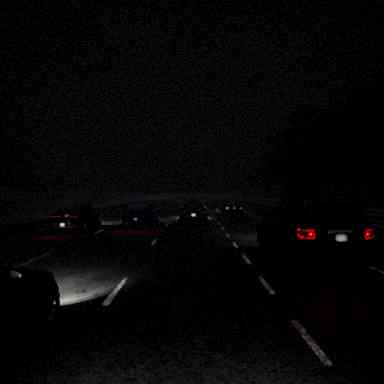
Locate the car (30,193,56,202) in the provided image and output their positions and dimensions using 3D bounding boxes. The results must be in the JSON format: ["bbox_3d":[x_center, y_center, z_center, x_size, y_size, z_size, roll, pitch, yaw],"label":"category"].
[{"bbox_3d":[-20.846,1.287,48.111,2.128,1.511,4.902,0,0,1],"label":"car"}]

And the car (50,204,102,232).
[{"bbox_3d":[-6.812,1.457,19.905,1.837,1.490,4.892,0,0,0],"label":"car"}]

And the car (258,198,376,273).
[{"bbox_3d":[3.648,1.200,10.770,2.150,2.045,5.566,0,0,0],"label":"car"}]

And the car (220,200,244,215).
[{"bbox_3d":[3.739,1.433,31.703,2.033,1.411,5.357,0,0,0],"label":"car"}]

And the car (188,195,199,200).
[{"bbox_3d":[0.273,1.313,62.355,2.033,1.411,5.357,0,0,0],"label":"car"}]

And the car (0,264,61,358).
[{"bbox_3d":[-3.380,1.560,4.357,1.994,1.385,4.181,0,0,0],"label":"car"}]

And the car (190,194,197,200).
[{"bbox_3d":[0.394,1.451,90.156,1.882,1.535,5.008,0,-1,0],"label":"car"}]

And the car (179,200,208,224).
[{"bbox_3d":[0.107,1.494,24.144,1.994,1.385,4.181,0,0,0],"label":"car"}]

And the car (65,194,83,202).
[{"bbox_3d":[-24.200,1.254,68.533,1.882,1.535,5.008,0,0,0],"label":"car"}]

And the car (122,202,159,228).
[{"bbox_3d":[-3.303,1.418,21.986,1.882,1.535,5.008,0,0,0],"label":"car"}]

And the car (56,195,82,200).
[{"bbox_3d":[-17.349,1.272,48.029,1.882,1.535,5.008,0,0,1],"label":"car"}]
